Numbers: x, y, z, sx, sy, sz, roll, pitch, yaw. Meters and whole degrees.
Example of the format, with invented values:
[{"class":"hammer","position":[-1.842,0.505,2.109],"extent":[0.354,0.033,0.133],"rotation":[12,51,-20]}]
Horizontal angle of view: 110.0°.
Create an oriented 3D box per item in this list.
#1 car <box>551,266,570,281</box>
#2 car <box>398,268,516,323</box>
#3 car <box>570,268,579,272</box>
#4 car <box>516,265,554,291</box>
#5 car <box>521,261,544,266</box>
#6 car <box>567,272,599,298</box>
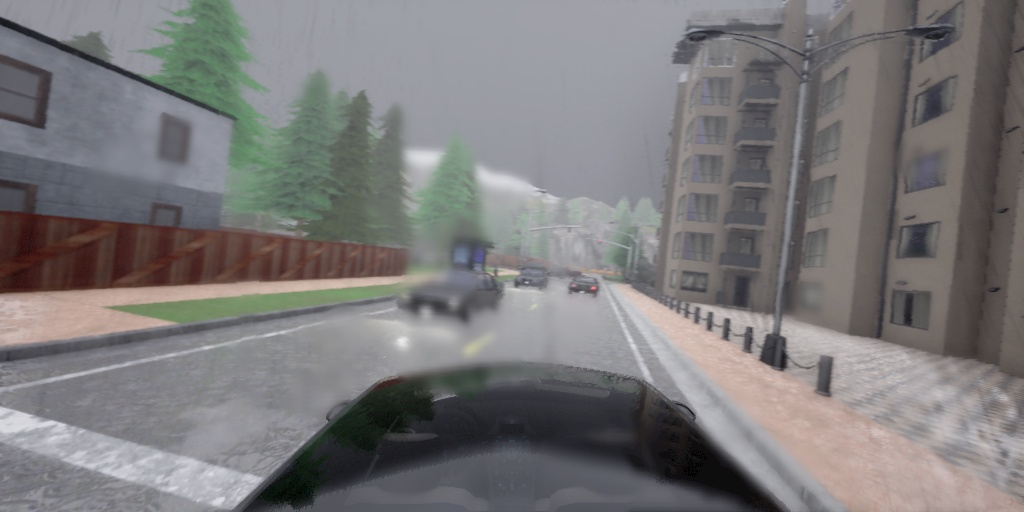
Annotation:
[{"class":"car","position":[5.010,1.827,39.915],"extent":[1.837,1.490,4.892],"rotation":[7,0,13]},{"class":"car","position":[-1.604,1.154,11.947],"extent":[2.033,1.411,5.357],"rotation":[7,0,13]},{"class":"car","position":[8.471,2.469,53.256],"extent":[1.882,1.535,5.008],"rotation":[7,-1,-19]},{"class":"car","position":[1.475,1.597,25.194],"extent":[1.994,1.385,4.181],"rotation":[7,0,13]},{"class":"car","position":[3.541,1.717,61.389],"extent":[4.553,1.767,2.097],"rotation":[6,4,-2]},{"class":"car","position":[5.045,2.053,24.814],"extent":[1.895,1.301,4.718],"rotation":[7,0,13]}]
